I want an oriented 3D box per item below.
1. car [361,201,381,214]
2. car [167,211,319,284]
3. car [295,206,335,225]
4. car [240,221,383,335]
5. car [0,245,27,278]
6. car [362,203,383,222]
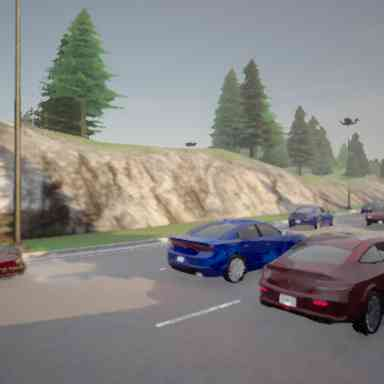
[{"bbox_3d":[20.078,1.716,36.663,1.994,1.385,4.181,0,0,39],"label":"car"},{"bbox_3d":[1.566,1.530,9.939,5.008,1.535,1.882,0,0,-42],"label":"car"},{"bbox_3d":[7.946,1.628,22.007,1.812,1.442,4.674,0,0,40],"label":"car"},{"bbox_3d":[3.254,1.557,6.792,4.674,1.442,1.812,0,0,-41],"label":"car"},{"bbox_3d":[-6.811,1.608,7.531,5.357,1.411,2.033,0,0,-36],"label":"car"},{"bbox_3d":[13.778,1.697,23.519,1.895,1.301,4.718,0,0,40],"label":"car"}]
